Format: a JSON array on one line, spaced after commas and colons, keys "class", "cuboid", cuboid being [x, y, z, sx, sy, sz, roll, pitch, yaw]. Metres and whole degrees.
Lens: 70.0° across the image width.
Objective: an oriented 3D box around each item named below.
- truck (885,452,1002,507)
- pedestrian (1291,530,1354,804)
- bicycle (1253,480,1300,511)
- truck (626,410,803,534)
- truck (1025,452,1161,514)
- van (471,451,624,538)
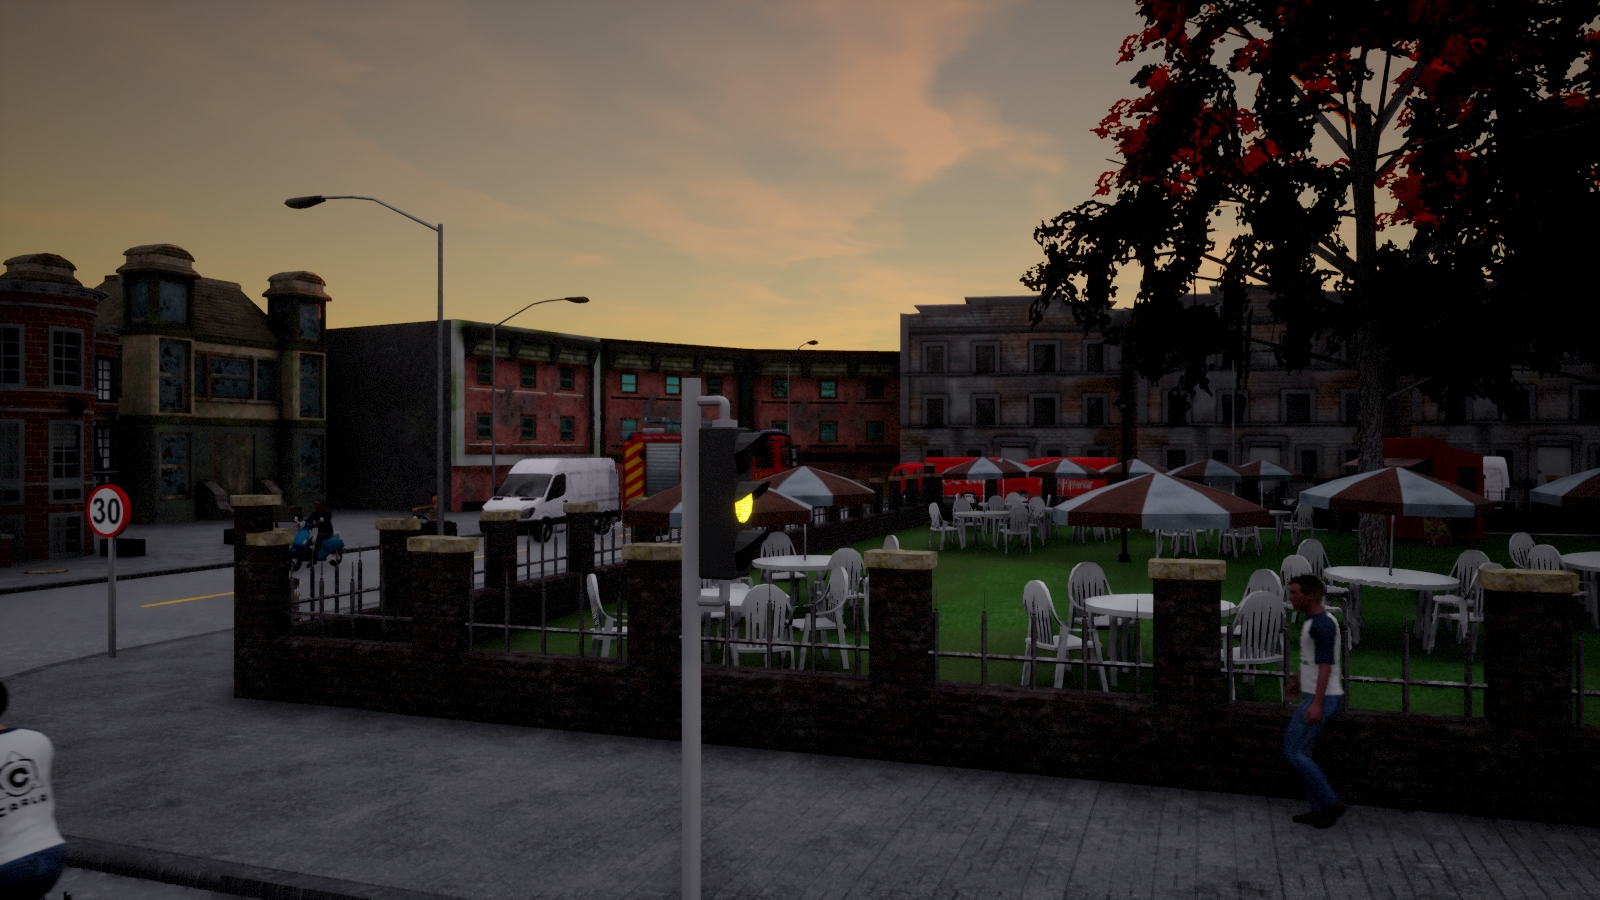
[{"class": "truck", "cuboid": [6.742, 1.349, 53.338, 5.204, 2.467, 2.627, 0, 0, 12]}, {"class": "pedestrian", "cuboid": [3.718, 1.518, 8.142, 0.375, 1.860, 0.375, 0, 0, 20]}, {"class": "bicycle", "cuboid": [20.335, 1.940, 48.821, 1.835, 1.271, 0.329, 0, 0, 19]}, {"class": "truck", "cuboid": [-2.702, 0.670, 39.771, 2.891, 3.827, 8.468, 0, 0, 20]}, {"class": "truck", "cuboid": [12.241, 1.358, 47.633, 5.204, 2.467, 2.627, -1, 0, 21]}, {"class": "van", "cuboid": [-7.990, 1.314, 36.858, 1.988, 2.561, 5.915, 0, 0, 19]}]
